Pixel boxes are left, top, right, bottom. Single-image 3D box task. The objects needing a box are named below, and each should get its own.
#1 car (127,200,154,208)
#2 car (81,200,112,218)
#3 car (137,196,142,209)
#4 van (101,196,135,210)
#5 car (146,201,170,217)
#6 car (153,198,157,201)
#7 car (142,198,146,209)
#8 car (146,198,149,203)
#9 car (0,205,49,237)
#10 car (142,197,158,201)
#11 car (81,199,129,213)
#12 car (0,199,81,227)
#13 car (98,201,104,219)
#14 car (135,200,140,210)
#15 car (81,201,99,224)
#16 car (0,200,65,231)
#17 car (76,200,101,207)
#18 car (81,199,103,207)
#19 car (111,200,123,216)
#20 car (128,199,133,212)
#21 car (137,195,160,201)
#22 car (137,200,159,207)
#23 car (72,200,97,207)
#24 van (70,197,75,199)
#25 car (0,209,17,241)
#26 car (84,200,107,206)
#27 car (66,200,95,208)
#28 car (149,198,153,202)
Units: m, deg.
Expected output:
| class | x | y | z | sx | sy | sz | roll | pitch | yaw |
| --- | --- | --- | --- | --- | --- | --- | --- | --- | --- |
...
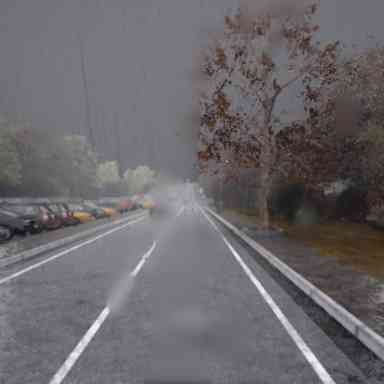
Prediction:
| class | x | y | z | sx | sy | sz | roll | pitch | yaw |
| --- | --- | --- | --- | --- | --- | --- | --- | --- | --- |
| car | -10.284 | 2.396 | 66.659 | 4.892 | 1.521 | 2.231 | 0 | -1 | 0 |
| car | -10.306 | 1.777 | 30.585 | 4.892 | 1.521 | 2.231 | 0 | -1 | 0 |
| car | -10.319 | 1.927 | 50.015 | 4.553 | 1.767 | 2.185 | 0 | -1 | 0 |
| van | -10.408 | 1.746 | 44.467 | 4.442 | 1.987 | 1.878 | 0 | -1 | 0 |
| car | -3.378 | 1.940 | 35.077 | 1.895 | 1.301 | 4.718 | 0 | -1 | 0 |
| car | -10.094 | 2.329 | 63.884 | 5.366 | 1.575 | 1.946 | 0 | -1 | 0 |
| car | -10.280 | 2.099 | 52.792 | 4.892 | 1.521 | 2.231 | 0 | -1 | 0 |
| car | -10.470 | 2.147 | 55.560 | 5.366 | 1.575 | 1.946 | 0 | -1 | 0 |
| car | -10.302 | 1.580 | 16.705 | 5.008 | 1.535 | 2.097 | 0 | -1 | 0 |
| car | -10.461 | 2.455 | 69.435 | 5.366 | 1.575 | 1.946 | 0 | -1 | 0 |
| car | -10.265 | 1.923 | 38.912 | 4.792 | 1.488 | 2.163 | 0 | -1 | 0 |
| car | -10.273 | 1.533 | 22.259 | 4.553 | 1.767 | 2.185 | 0 | -1 | 0 |
| car | -10.295 | 1.738 | 27.809 | 4.892 | 1.521 | 2.231 | 0 | -1 | 0 |
| car | -10.319 | 2.041 | 47.240 | 4.792 | 1.488 | 2.163 | 0 | -1 | 0 |
| car | -10.117 | 1.694 | 25.033 | 5.366 | 1.575 | 1.946 | 0 | -1 | 0 |
| car | -10.275 | 1.493 | 19.483 | 4.553 | 1.767 | 2.185 | 0 | -1 | 0 |
| car | -23.323 | 2.615 | 74.999 | 4.792 | 1.488 | 2.163 | 0 | -1 | 0 |
| car | -23.382 | 2.520 | 77.648 | 4.553 | 1.767 | 2.185 | 0 | -1 | 0 |
| car | -10.112 | 1.812 | 33.360 | 5.366 | 1.575 | 1.946 | 0 | -1 | 0 |
| car | -10.264 | 1.962 | 41.688 | 4.792 | 1.488 | 2.163 | 0 | -1 | 0 |
| car | -10.303 | 2.271 | 72.216 | 5.566 | 2.045 | 2.435 | 0 | -1 | 0 |
| car | -10.241 | 2.678 | 77.760 | 4.792 | 1.488 | 2.163 | 0 | -1 | 0 |
| car | -23.351 | 2.562 | 72.230 | 4.674 | 1.452 | 2.002 | 0 | -1 | 0 |
| van | -23.479 | 1.980 | 58.266 | 4.442 | 1.987 | 1.878 | 0 | -1 | 0 |
| car | -10.312 | 1.581 | 13.929 | 4.674 | 1.452 | 2.002 | 0 | -1 | 0 |
| car | -23.344 | 2.709 | 80.415 | 5.008 | 1.535 | 2.097 | 0 | -1 | 0 |
| car | -23.170 | 2.456 | 69.461 | 5.366 | 1.575 | 1.946 | 0 | -1 | 0 |
| car | -10.097 | 2.202 | 58.212 | 5.366 | 1.575 | 1.946 | 0 | -1 | 0 |
